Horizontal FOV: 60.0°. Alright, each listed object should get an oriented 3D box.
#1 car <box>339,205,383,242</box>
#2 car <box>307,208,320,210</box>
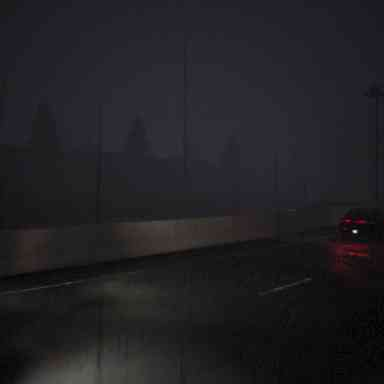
[{"bbox_3d":[9.019,1.505,16.598,4.892,1.490,1.837,0,0,-45],"label":"car"},{"bbox_3d":[15.203,1.477,38.937,1.882,1.535,5.008,0,0,42],"label":"car"}]
